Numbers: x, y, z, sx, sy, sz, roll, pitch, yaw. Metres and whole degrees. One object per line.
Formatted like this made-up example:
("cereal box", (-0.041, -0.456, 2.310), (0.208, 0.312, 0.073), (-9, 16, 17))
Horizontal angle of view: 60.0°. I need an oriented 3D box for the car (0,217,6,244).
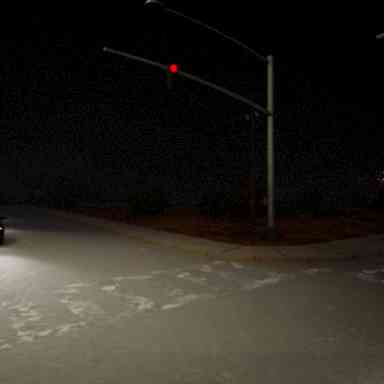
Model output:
("car", (-9.764, 1.521, 15.200), (2.128, 1.511, 4.902), (0, 0, -34))
